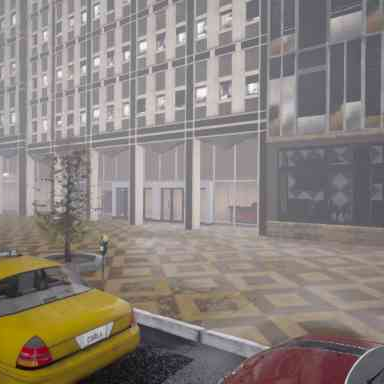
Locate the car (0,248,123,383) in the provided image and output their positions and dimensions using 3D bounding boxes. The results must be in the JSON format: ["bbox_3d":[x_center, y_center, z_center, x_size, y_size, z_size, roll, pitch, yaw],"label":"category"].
[{"bbox_3d":[-2.931,1.524,4.953,4.829,1.417,1.752,0,1,35],"label":"car"}]

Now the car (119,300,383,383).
[{"bbox_3d":[1.835,1.440,1.556,4.097,1.590,1.967,0,1,35],"label":"car"}]
